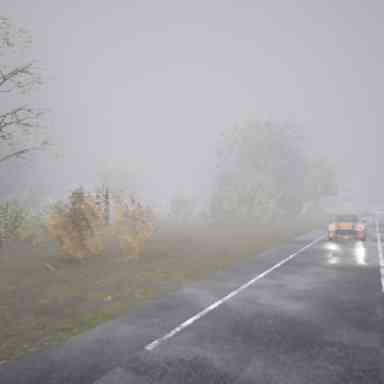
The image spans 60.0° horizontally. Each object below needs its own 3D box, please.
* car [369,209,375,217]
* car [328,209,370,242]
[{"bbox_3d":[30.934,3.667,58.390,2.033,1.411,5.357,-3,-3,35],"label":"car"},{"bbox_3d":[10.169,2.185,21.681,2.097,1.767,4.553,-3,-3,29],"label":"car"}]
